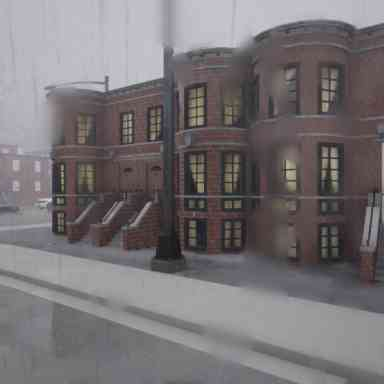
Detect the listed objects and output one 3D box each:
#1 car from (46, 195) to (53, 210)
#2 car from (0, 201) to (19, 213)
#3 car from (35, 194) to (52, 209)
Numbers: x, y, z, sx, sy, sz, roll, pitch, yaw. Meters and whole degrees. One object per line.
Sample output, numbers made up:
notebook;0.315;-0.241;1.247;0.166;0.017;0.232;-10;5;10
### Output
car;-14.961;1.478;41.406;1.882;1.535;5.008;0;0;36
car;-20.120;1.564;34.188;1.994;1.385;4.181;0;0;36
car;-17.592;1.221;43.743;2.150;2.045;5.566;0;0;36
